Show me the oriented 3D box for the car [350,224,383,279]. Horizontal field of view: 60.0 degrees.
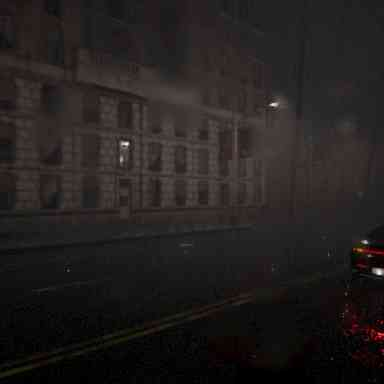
[{"bbox_3d":[6.204,1.613,9.328,4.892,1.490,1.837,0,0,-41],"label":"car"}]
